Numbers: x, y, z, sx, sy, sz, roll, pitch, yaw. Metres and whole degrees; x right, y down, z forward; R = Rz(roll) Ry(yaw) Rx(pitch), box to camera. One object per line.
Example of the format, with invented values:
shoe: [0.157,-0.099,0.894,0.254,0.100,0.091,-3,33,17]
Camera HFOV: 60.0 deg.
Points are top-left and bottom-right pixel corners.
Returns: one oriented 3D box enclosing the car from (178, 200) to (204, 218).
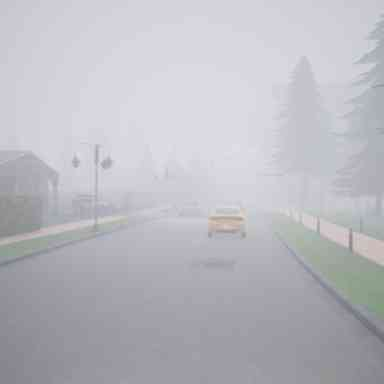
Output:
car: [0.007,1.516,30.118,1.837,1.490,4.892,0,-1,9]

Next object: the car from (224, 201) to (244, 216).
car: [4.369,1.629,34.447,1.895,1.301,4.718,0,0,8]

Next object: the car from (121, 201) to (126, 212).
car: [-8.947,1.148,32.848,4.605,1.855,1.932,0,0,9]

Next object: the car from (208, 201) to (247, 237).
car: [1.971,1.491,18.340,1.882,1.535,5.008,0,0,8]

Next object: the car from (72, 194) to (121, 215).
car: [-8.934,1.149,30.304,3.866,1.878,1.905,0,0,9]
